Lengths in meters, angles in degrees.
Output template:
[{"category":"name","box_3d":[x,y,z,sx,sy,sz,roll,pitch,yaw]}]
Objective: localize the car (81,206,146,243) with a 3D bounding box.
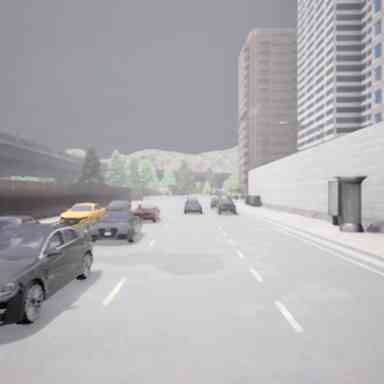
[{"category":"car","box_3d":[-3.597,1.579,16.106,1.994,1.385,4.181,0,0,-1]}]

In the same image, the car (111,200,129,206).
[{"category":"car","box_3d":[-7.063,1.508,32.171,1.882,1.535,5.008,0,0,1]}]

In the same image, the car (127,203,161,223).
[{"category":"car","box_3d":[-3.577,1.627,26.088,1.895,1.301,4.718,0,0,0]}]

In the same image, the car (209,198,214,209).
[{"category":"car","box_3d":[3.515,1.561,46.858,1.837,1.490,4.892,0,0,0]}]

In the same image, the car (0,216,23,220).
[{"category":"car","box_3d":[-7.092,1.610,12.583,1.895,1.301,4.718,0,0,0]}]

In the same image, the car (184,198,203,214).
[{"category":"car","box_3d":[0.107,1.604,35.751,1.994,1.385,4.181,0,0,-1]}]

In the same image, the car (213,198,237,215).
[{"category":"car","box_3d":[3.600,1.548,35.206,1.837,1.490,4.892,0,0,0]}]

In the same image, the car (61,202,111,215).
[{"category":"car","box_3d":[-7.087,1.497,22.099,1.882,1.535,5.008,0,0,0]}]

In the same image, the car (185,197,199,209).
[{"category":"car","box_3d":[0.022,1.530,47.549,1.882,1.535,5.008,0,0,0]}]

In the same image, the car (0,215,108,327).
[{"category":"car","box_3d":[-3.587,1.497,7.186,2.128,1.511,4.902,0,0,0]}]
